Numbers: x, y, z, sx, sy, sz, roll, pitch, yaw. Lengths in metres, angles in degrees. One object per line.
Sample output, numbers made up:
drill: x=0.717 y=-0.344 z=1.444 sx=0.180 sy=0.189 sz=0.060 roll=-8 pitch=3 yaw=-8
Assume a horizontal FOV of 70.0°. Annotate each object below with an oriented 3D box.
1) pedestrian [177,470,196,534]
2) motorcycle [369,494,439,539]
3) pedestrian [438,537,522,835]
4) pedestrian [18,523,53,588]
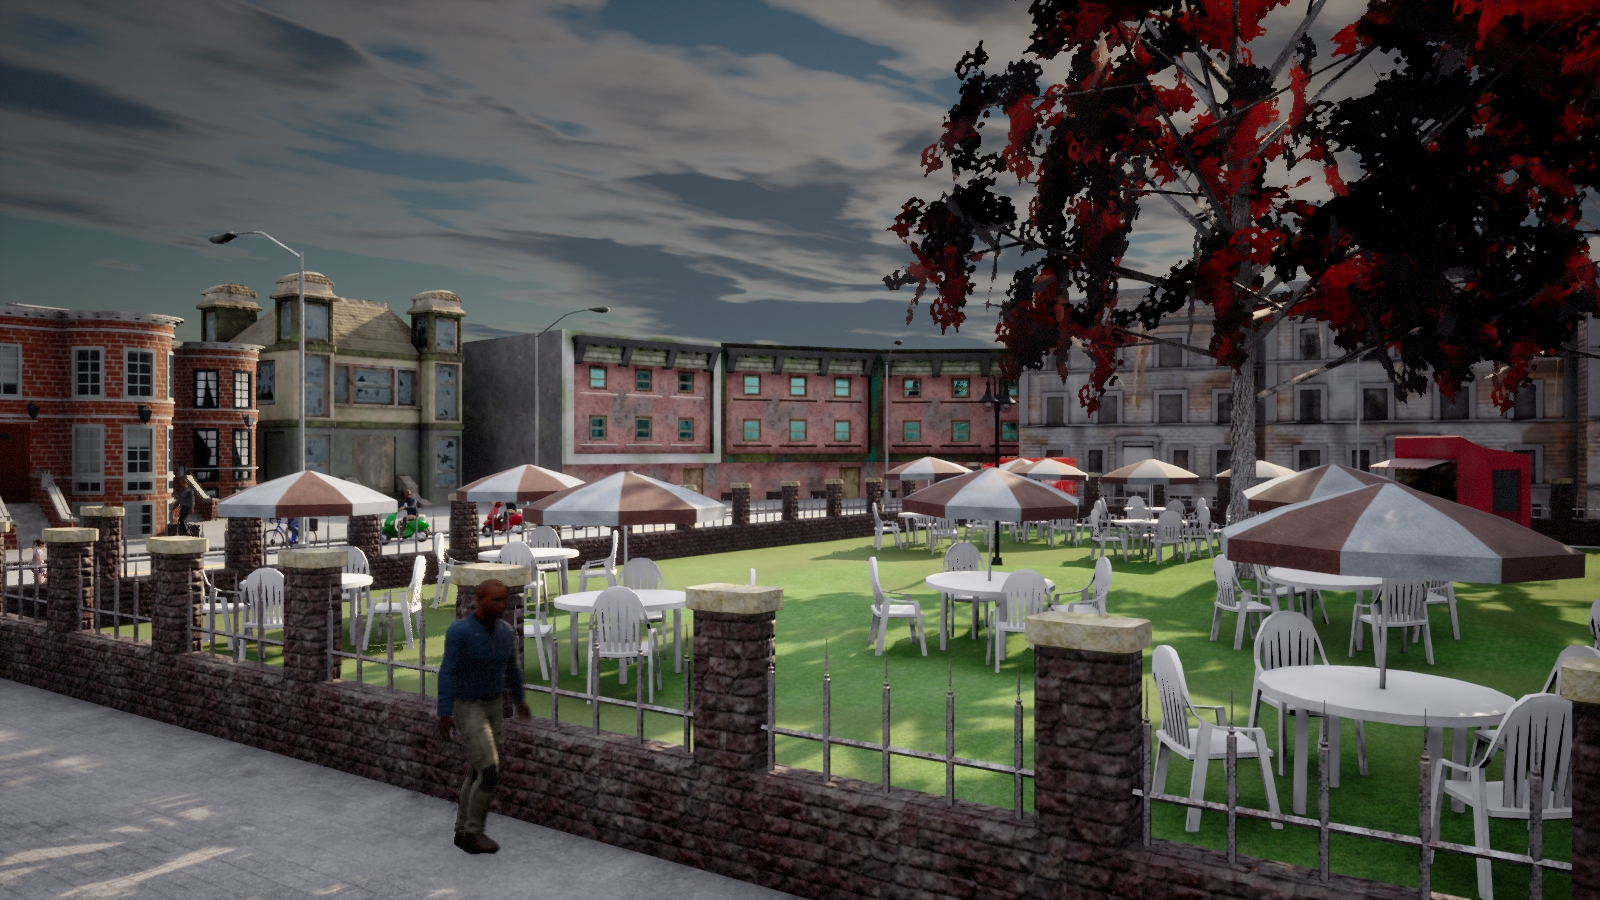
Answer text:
pedestrian: x=-18.068 y=1.512 z=33.652 sx=0.375 sy=1.860 sz=0.375 roll=0 pitch=0 yaw=34
motorcycle: x=-11.759 y=1.950 z=33.969 sx=0.856 sy=1.236 sz=1.805 roll=0 pitch=0 yaw=35
pedestrian: x=-2.108 y=1.522 z=7.530 sx=0.375 sy=1.860 sz=0.375 roll=0 pitch=0 yaw=36
pedestrian: x=-13.791 y=1.895 z=20.615 sx=0.500 sy=1.100 sz=0.500 roll=0 pitch=0 yaw=-37
